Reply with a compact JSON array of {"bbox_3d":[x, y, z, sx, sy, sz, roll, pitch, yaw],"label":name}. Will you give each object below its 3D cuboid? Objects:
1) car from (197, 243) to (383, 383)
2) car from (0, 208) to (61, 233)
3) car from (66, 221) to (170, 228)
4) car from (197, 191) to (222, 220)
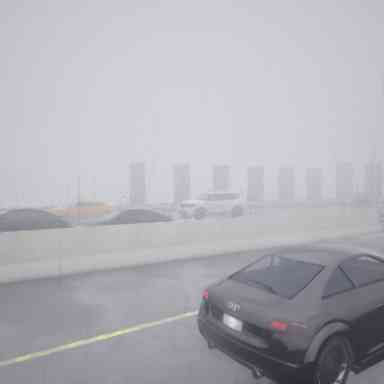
[{"bbox_3d":[2.150,1.503,5.089,4.181,1.385,1.994,-1,1,-34],"label":"car"},{"bbox_3d":[-8.160,1.437,15.286,4.674,1.442,1.812,-1,1,-35],"label":"car"},{"bbox_3d":[-2.961,1.410,14.577,4.674,1.442,1.812,-1,1,-33],"label":"car"},{"bbox_3d":[1.641,0.976,25.658,5.566,2.045,2.150,0,0,-30],"label":"car"}]
